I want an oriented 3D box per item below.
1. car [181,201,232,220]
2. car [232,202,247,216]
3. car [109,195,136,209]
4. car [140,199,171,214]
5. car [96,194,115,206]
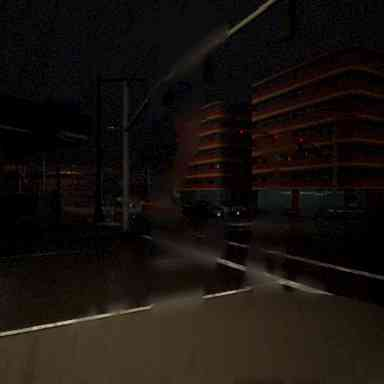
[{"bbox_3d":[0.852,1.491,28.039,2.128,1.511,4.902,0,0,-30],"label":"car"},{"bbox_3d":[3.003,1.601,31.670,1.895,1.301,4.718,0,0,-30],"label":"car"},{"bbox_3d":[-9.116,1.491,44.977,2.128,1.511,4.902,0,0,-30],"label":"car"},{"bbox_3d":[-4.019,1.478,36.314,1.882,1.535,5.008,0,0,-30],"label":"car"},{"bbox_3d":[-14.229,1.505,53.744,1.837,1.490,4.892,0,0,-30],"label":"car"}]
